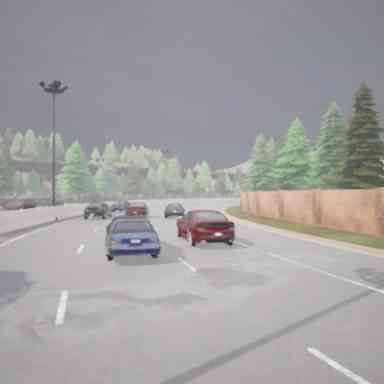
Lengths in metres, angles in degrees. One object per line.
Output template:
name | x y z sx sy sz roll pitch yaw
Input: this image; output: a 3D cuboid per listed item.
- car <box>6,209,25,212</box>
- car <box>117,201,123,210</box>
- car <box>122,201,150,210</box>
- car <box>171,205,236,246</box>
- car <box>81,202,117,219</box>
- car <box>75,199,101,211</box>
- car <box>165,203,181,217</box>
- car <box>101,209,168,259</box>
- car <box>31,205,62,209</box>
car | -22.553 1.640 43.756 2.097 1.767 4.553 0 0 4
car | -8.678 1.842 41.813 2.033 1.411 5.357 0 0 5
car | -5.148 1.705 31.973 1.882 1.535 5.008 0 0 -3
car | 0.504 1.597 15.994 1.882 1.535 5.008 0 0 -13
car | -8.701 1.722 31.126 1.837 1.490 4.892 0 0 -2
car | -15.088 1.839 48.503 1.837 1.490 4.892 0 0 7
car | -1.677 1.807 33.385 1.994 1.385 4.181 0 0 -2
car | -2.426 1.640 13.058 2.033 1.411 5.357 0 0 -14
car | -19.052 1.787 44.066 2.128 1.511 4.902 0 0 5
